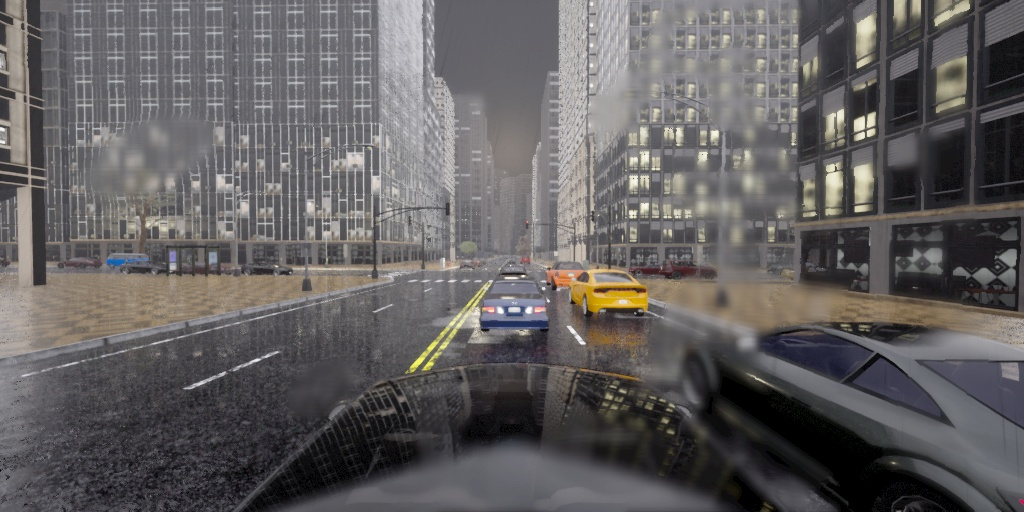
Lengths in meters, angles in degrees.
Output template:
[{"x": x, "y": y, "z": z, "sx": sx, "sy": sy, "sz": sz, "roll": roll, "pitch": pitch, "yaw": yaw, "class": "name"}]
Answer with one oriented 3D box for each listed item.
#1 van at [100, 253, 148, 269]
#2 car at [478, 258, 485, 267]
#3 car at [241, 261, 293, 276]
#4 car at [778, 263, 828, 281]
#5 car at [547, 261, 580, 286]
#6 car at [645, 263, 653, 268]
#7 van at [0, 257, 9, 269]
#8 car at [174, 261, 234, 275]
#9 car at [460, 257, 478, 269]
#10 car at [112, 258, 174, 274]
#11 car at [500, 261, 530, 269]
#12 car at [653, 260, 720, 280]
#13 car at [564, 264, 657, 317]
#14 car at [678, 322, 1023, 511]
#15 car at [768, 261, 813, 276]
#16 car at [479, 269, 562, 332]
[{"x": -45.364, "y": 0.602, "z": 42.317, "sx": 3.998, "sy": 1.789, "sz": 1.690, "roll": 0, "pitch": 0, "yaw": 1, "class": "van"}, {"x": -6.677, "y": 1.053, "z": 64.999, "sx": 2.097, "sy": 1.767, "sz": 4.553, "roll": 0, "pitch": 0, "yaw": 0, "class": "car"}, {"x": -22.791, "y": 1.172, "z": 33.393, "sx": 4.313, "sy": 1.339, "sz": 1.948, "roll": 0, "pitch": 0, "yaw": 1, "class": "car"}, {"x": 27.583, "y": 1.576, "z": 32.765, "sx": 4.829, "sy": 1.417, "sz": 1.751, "roll": 0, "pitch": 0, "yaw": 1, "class": "car"}, {"x": 3.311, "y": 1.091, "z": 22.238, "sx": 2.097, "sy": 1.767, "sz": 4.553, "roll": 0, "pitch": 0, "yaw": 0, "class": "car"}, {"x": 15.009, "y": 1.448, "z": 38.766, "sx": 4.718, "sy": 1.301, "sz": 1.895, "roll": 1, "pitch": 1, "yaw": 2, "class": "car"}, {"x": -51.201, "y": 0.685, "z": 34.043, "sx": 3.998, "sy": 1.789, "sz": 1.690, "roll": 0, "pitch": 0, "yaw": 1, "class": "van"}, {"x": -28.476, "y": 1.136, "z": 33.515, "sx": 4.207, "sy": 1.307, "sz": 1.802, "roll": 0, "pitch": 0, "yaw": 1, "class": "car"}, {"x": -6.692, "y": 1.275, "z": 54.351, "sx": 1.994, "sy": 1.385, "sz": 4.181, "roll": 0, "pitch": 0, "yaw": 0, "class": "car"}, {"x": -34.157, "y": 1.067, "z": 33.678, "sx": 4.313, "sy": 1.339, "sz": 1.948, "roll": 0, "pitch": 0, "yaw": 1, "class": "car"}, {"x": 0.065, "y": 1.231, "z": 20.579, "sx": 2.128, "sy": 1.511, "sz": 4.902, "roll": 0, "pitch": 0, "yaw": 0, "class": "car"}, {"x": 16.135, "y": 1.267, "z": 32.940, "sx": 5.009, "sy": 1.841, "sz": 2.192, "roll": 0, "pitch": 0, "yaw": 1, "class": "car"}, {"x": 3.328, "y": 1.222, "z": 13.233, "sx": 1.882, "sy": 1.535, "sz": 5.008, "roll": 0, "pitch": 0, "yaw": 0, "class": "car"}, {"x": 3.337, "y": 1.313, "z": 3.400, "sx": 1.994, "sy": 1.385, "sz": 4.181, "roll": 0, "pitch": 0, "yaw": 1, "class": "car"}, {"x": 30.203, "y": 1.333, "z": 38.496, "sx": 4.553, "sy": 1.767, "sz": 2.097, "roll": 0, "pitch": 1, "yaw": 1, "class": "car"}, {"x": 0.084, "y": 1.293, "z": 10.827, "sx": 2.033, "sy": 1.411, "sz": 5.357, "roll": 0, "pitch": 0, "yaw": 1, "class": "car"}]
